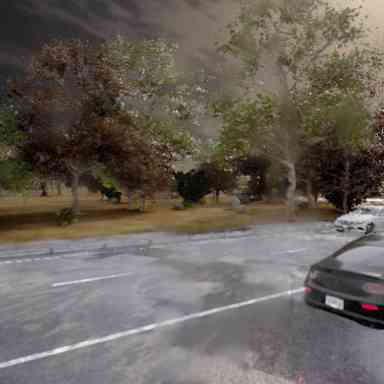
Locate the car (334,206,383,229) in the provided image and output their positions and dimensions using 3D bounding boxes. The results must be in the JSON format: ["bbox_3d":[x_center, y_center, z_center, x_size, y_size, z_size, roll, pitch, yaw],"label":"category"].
[{"bbox_3d":[9.850,1.488,18.135,4.674,1.442,1.812,0,0,-29],"label":"car"}]

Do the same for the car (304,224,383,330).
[{"bbox_3d":[4.110,1.514,6.314,4.674,1.442,1.812,0,0,-33],"label":"car"}]
